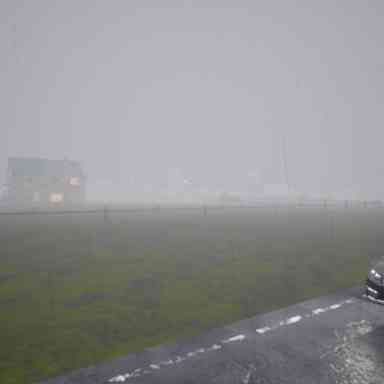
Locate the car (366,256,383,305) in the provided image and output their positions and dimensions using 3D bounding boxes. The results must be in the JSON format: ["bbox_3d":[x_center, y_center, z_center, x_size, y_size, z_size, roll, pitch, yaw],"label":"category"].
[{"bbox_3d":[5.596,1.549,7.060,4.902,1.511,2.128,0,0,-35],"label":"car"}]

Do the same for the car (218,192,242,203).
[{"bbox_3d":[7.704,1.105,68.613,2.150,2.045,5.566,2,-1,-40],"label":"car"}]
